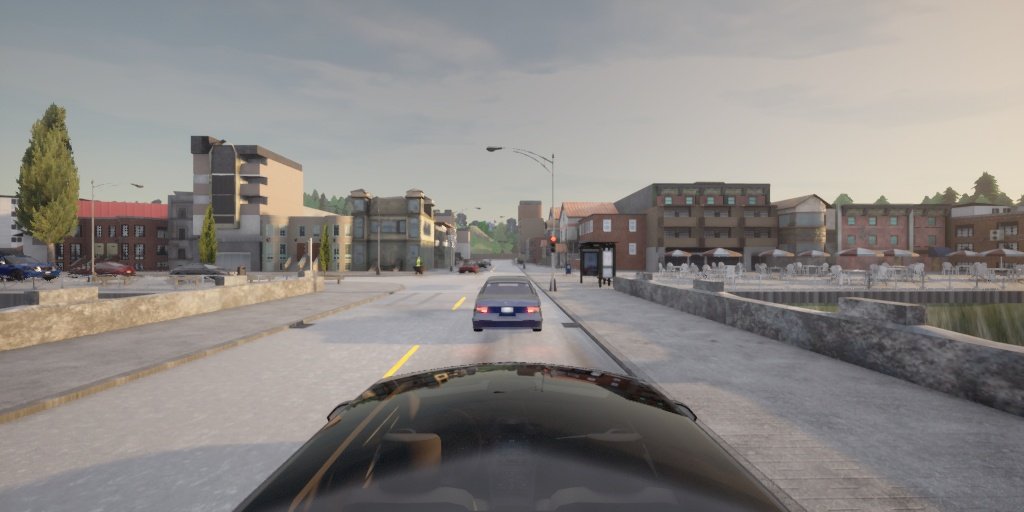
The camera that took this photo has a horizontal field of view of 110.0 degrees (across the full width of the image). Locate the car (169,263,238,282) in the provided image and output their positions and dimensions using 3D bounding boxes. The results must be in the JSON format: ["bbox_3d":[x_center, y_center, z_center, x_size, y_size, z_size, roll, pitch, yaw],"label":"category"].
[{"bbox_3d":[-24.344,1.276,28.442,4.674,1.442,1.812,0,0,-1],"label":"car"}]

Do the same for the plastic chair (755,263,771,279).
[{"bbox_3d":[21.211,1.279,30.503,0.730,1.272,0.750,0,0,-1],"label":"plastic chair"}]

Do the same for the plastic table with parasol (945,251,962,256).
[{"bbox_3d":[46.118,0.675,36.578,2.482,2.480,2.482,0,0,-1],"label":"plastic table with parasol"}]

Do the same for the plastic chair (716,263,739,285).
[{"bbox_3d":[14.609,1.279,24.297,0.750,1.272,0.730,0,0,-1],"label":"plastic chair"}]

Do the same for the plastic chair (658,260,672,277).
[{"bbox_3d":[14.163,1.279,33.491,0.730,1.272,0.750,0,0,-1],"label":"plastic chair"}]

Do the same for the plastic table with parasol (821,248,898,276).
[{"bbox_3d":[23.410,0.675,24.287,2.482,2.480,2.482,0,0,-1],"label":"plastic table with parasol"}]

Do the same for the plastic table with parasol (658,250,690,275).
[{"bbox_3d":[15.385,0.675,33.391,2.482,2.480,2.482,0,0,-1],"label":"plastic table with parasol"}]

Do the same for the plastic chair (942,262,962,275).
[{"bbox_3d":[44.916,1.279,36.679,0.730,1.272,0.750,0,0,-1],"label":"plastic chair"}]

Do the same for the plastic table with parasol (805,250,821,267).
[{"bbox_3d":[29.666,0.675,35.307,2.482,2.480,2.482,0,0,-1],"label":"plastic table with parasol"}]

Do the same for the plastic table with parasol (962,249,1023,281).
[{"bbox_3d":[37.353,0.675,27.368,2.482,2.480,2.482,0,0,-1],"label":"plastic table with parasol"}]

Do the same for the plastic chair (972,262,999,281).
[{"bbox_3d":[36.224,1.279,27.438,0.730,1.272,0.750,0,0,-1],"label":"plastic chair"}]

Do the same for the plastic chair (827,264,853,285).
[{"bbox_3d":[22.209,1.279,24.318,0.730,1.272,0.750,0,0,-1],"label":"plastic chair"}]

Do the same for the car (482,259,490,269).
[{"bbox_3d":[-4.999,1.351,56.638,1.895,1.301,4.718,0,0,-1],"label":"car"}]

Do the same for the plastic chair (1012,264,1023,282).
[{"bbox_3d":[37.384,1.279,26.058,0.750,1.272,0.730,0,0,-1],"label":"plastic chair"}]

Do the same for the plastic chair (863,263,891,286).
[{"bbox_3d":[23.331,1.279,22.935,0.750,1.272,0.730,0,0,-1],"label":"plastic chair"}]

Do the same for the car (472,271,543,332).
[{"bbox_3d":[-0.119,1.297,10.834,2.033,1.411,5.357,0,0,0],"label":"car"}]

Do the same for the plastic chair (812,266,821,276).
[{"bbox_3d":[29.358,1.279,33.932,0.750,1.272,0.730,0,0,-1],"label":"plastic chair"}]

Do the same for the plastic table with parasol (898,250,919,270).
[{"bbox_3d":[30.058,0.675,28.222,2.482,2.480,2.482,0,0,-1],"label":"plastic table with parasol"}]

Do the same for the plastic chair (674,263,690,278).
[{"bbox_3d":[15.285,1.279,32.109,0.750,1.272,0.730,0,0,-1],"label":"plastic chair"}]

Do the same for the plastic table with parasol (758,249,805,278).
[{"bbox_3d":[22.412,0.675,30.472,2.482,2.480,2.482,0,0,-1],"label":"plastic table with parasol"}]

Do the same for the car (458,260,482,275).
[{"bbox_3d":[-4.735,1.351,39.488,1.895,1.301,4.718,0,0,-1],"label":"car"}]

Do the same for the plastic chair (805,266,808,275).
[{"bbox_3d":[28.236,1.279,35.315,0.730,1.272,0.750,0,0,-1],"label":"plastic chair"}]

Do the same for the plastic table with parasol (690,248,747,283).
[{"bbox_3d":[14.759,0.675,25.560,2.482,2.480,2.482,0,0,-1],"label":"plastic table with parasol"}]

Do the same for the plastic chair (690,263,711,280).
[{"bbox_3d":[13.487,1.279,25.680,0.730,1.272,0.750,0,0,-1],"label":"plastic chair"}]

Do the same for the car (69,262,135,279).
[{"bbox_3d":[-37.004,1.275,32.439,4.674,1.442,1.812,0,0,-1],"label":"car"}]

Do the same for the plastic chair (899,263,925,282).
[{"bbox_3d":[30.069,1.279,26.942,0.750,1.272,0.730,0,0,-1],"label":"plastic chair"}]

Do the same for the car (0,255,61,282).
[{"bbox_3d":[-39.283,0.969,28.195,5.566,2.045,2.150,0,0,-1],"label":"car"}]

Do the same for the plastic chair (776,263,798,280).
[{"bbox_3d":[22.333,1.279,29.120,0.750,1.272,0.730,0,0,-1],"label":"plastic chair"}]
